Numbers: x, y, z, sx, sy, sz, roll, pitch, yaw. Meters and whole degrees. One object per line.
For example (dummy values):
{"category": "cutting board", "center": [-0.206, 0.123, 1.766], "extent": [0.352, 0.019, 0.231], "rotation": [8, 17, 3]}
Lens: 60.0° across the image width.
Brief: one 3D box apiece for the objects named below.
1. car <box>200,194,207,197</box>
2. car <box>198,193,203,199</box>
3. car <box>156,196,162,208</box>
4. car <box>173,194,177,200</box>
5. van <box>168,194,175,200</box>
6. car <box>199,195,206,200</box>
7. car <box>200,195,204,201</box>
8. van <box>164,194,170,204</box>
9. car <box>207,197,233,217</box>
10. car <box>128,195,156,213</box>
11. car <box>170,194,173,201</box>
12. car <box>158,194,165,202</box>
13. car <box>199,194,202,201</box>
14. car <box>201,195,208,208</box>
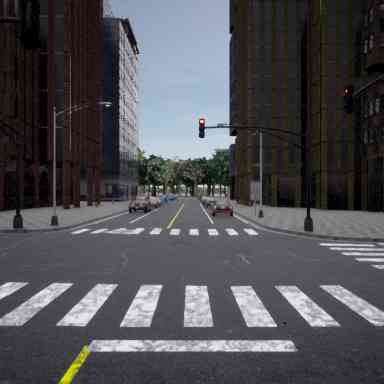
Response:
{"category": "car", "center": [2.786, 1.555, 58.930], "extent": [1.887, 1.381, 4.507], "rotation": [0, 0, 0]}
{"category": "car", "center": [2.792, 1.544, 75.412], "extent": [1.752, 1.417, 4.829], "rotation": [0, 0, 0]}
{"category": "car", "center": [-5.744, 1.588, 48.058], "extent": [1.802, 1.307, 4.206], "rotation": [0, 0, 0]}
{"category": "car", "center": [-5.729, 1.591, 86.121], "extent": [1.947, 1.339, 4.313], "rotation": [0, 0, 0]}
{"category": "van", "center": [-5.727, 1.371, 91.559], "extent": [1.690, 1.788, 3.998], "rotation": [0, 0, 0]}
{"category": "car", "center": [2.798, 1.555, 91.725], "extent": [1.752, 1.417, 4.829], "rotation": [0, 0, 0]}
{"category": "car", "center": [2.784, 1.553, 53.492], "extent": [1.887, 1.381, 4.507], "rotation": [0, 0, 0]}
{"category": "van", "center": [-5.738, 1.354, 64.371], "extent": [1.690, 1.788, 3.998], "rotation": [0, 0, 0]}
{"category": "car", "center": [2.775, 1.442, 31.742], "extent": [1.967, 1.590, 4.097], "rotation": [0, 0, 0]}
{"category": "car", "center": [-5.748, 1.318, 37.183], "extent": [2.192, 1.841, 5.009], "rotation": [0, 0, 0]}
{"category": "car", "center": [-5.735, 1.566, 69.809], "extent": [2.008, 1.369, 4.403], "rotation": [0, 0, 0]}
{"category": "car", "center": [-5.742, 1.534, 53.326], "extent": [1.752, 1.417, 4.829], "rotation": [0, 0, 0]}
{"category": "car", "center": [2.788, 1.538, 64.537], "extent": [1.752, 1.417, 4.829], "rotation": [0, 0, 0]}
{"category": "car", "center": [2.781, 1.557, 48.054], "extent": [2.008, 1.369, 4.403], "rotation": [0, 0, 0]}
